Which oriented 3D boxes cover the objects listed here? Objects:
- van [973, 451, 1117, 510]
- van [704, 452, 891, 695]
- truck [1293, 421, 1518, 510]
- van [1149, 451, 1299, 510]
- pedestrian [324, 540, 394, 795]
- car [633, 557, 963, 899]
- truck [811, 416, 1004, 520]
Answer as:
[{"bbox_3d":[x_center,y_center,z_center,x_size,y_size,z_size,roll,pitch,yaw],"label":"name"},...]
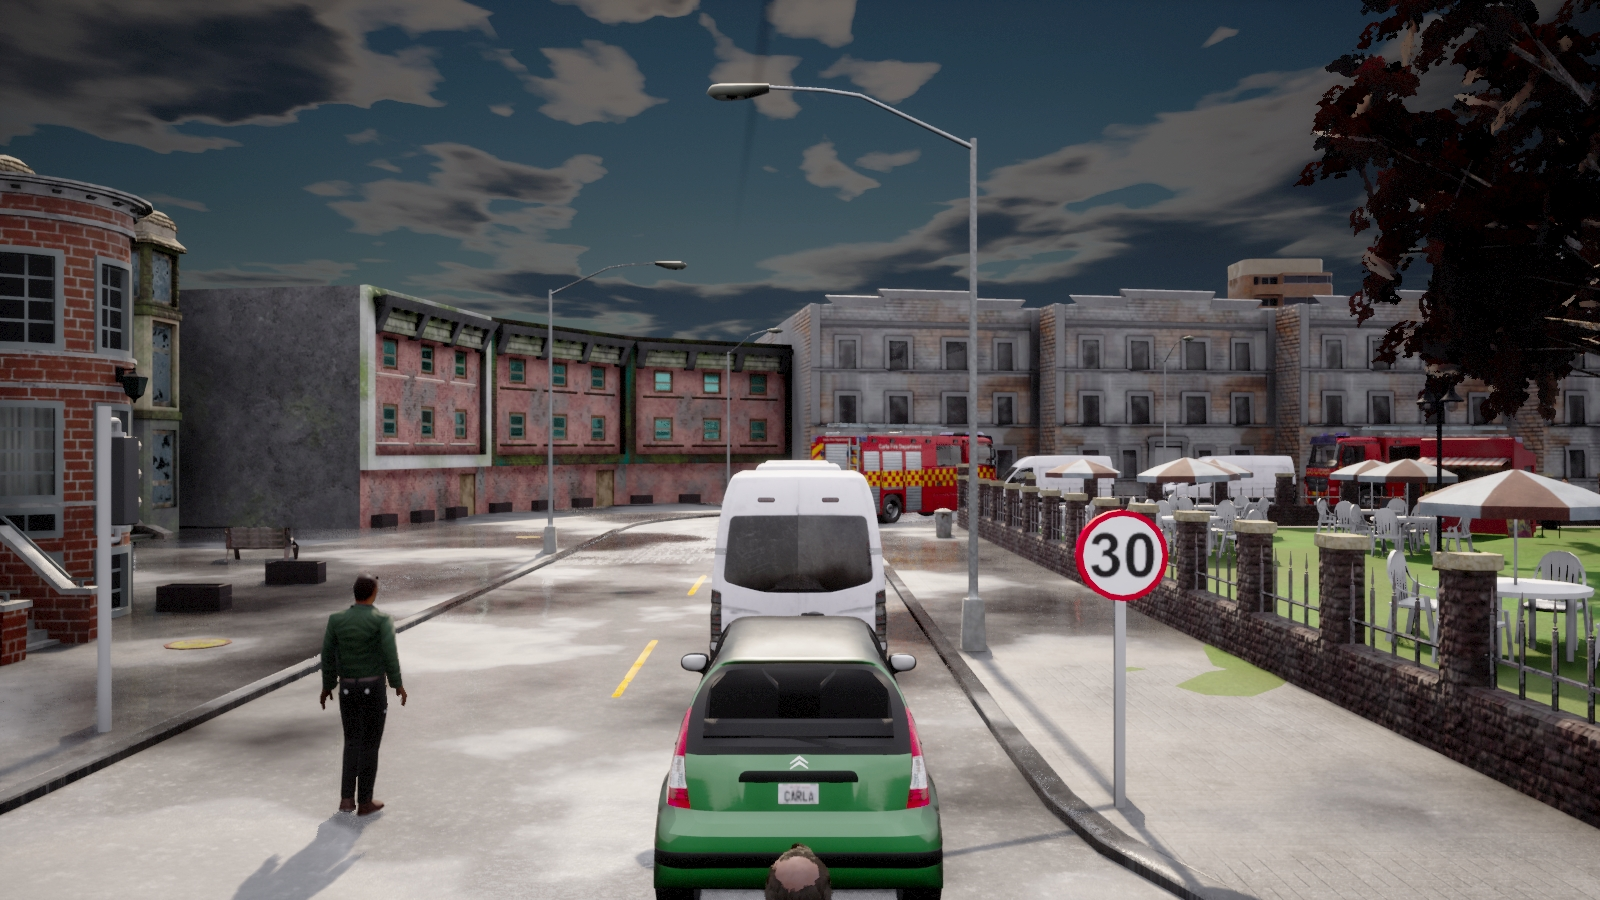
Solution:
[{"bbox_3d":[10.768,1.314,50.430,5.915,2.561,1.988,0,0,0],"label":"van"},{"bbox_3d":[-0.025,1.315,15.105,1.988,2.561,5.915,0,0,0],"label":"van"},{"bbox_3d":[26.739,0.670,50.713,8.468,3.827,2.891,0,0,0],"label":"truck"},{"bbox_3d":[18.656,1.314,50.452,5.915,2.561,1.988,0,0,0],"label":"van"},{"bbox_3d":[-3.341,1.628,8.672,0.375,1.860,0.375,0,0,4],"label":"pedestrian"},{"bbox_3d":[-0.015,1.779,8.404,1.851,1.617,3.988,0,0,0],"label":"car"},{"bbox_3d":[4.502,0.672,46.247,8.468,3.827,2.891,0,0,-43],"label":"truck"}]
